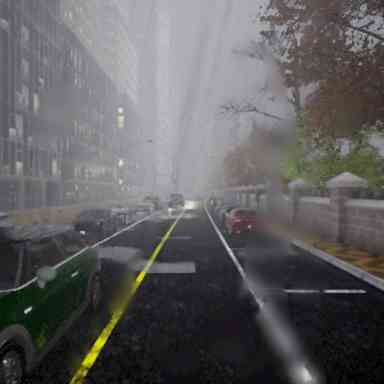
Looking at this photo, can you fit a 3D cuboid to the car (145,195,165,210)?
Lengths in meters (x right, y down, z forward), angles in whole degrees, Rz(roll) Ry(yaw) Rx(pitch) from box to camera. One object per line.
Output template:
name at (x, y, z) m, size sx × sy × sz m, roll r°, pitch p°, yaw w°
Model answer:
car at (-4.874, 1.289, 40.531) m, size 2.192 × 1.841 × 5.009 m, roll 0°, pitch 0°, yaw 1°

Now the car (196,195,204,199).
car at (2.323, 1.417, 95.443) m, size 1.895 × 1.301 × 4.718 m, roll 0°, pitch 0°, yaw 3°

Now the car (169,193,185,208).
car at (-2.216, 1.194, 47.845) m, size 2.150 × 2.045 × 5.566 m, roll 0°, pitch 0°, yaw 2°

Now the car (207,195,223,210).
car at (3.158, 1.415, 40.789) m, size 1.967 × 1.590 × 4.097 m, roll 0°, pitch 0°, yaw 1°

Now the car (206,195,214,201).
car at (4.371, 1.500, 80.276) m, size 1.887 × 1.381 × 4.507 m, roll 0°, pitch 0°, yaw 2°

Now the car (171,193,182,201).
car at (-3.675, 1.269, 79.912) m, size 2.192 × 1.841 × 5.009 m, roll 0°, pitch 0°, yaw 2°

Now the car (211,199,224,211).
car at (2.950, 1.547, 29.500) m, size 1.947 × 1.339 × 4.313 m, roll 0°, pitch 0°, yaw 1°

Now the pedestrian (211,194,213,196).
pedestrian at (3.838, 1.256, 64.580) m, size 0.375 × 1.860 × 0.375 m, roll 0°, pitch 0°, yaw 2°

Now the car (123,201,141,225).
car at (-5.157, 1.534, 23.647) m, size 2.008 × 1.369 × 4.403 m, roll 0°, pitch 0°, yaw 1°

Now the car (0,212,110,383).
car at (-2.832, 1.348, 4.675) m, size 2.097 × 1.767 × 4.553 m, roll 0°, pitch 0°, yaw 0°

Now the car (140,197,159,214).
car at (-4.985, 1.528, 34.902) m, size 2.008 × 1.369 × 4.403 m, roll 0°, pitch 0°, yaw 1°

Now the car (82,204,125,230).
car at (-5.218, 1.553, 18.011) m, size 1.947 × 1.339 × 4.313 m, roll 0°, pitch 0°, yaw 1°

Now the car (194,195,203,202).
car at (1.437, 1.481, 74.551) m, size 1.812 × 1.442 × 4.674 m, roll 0°, pitch 0°, yaw 2°

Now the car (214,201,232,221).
car at (2.871, 1.550, 23.850) m, size 1.947 × 1.339 × 4.313 m, roll 0°, pitch 0°, yaw 1°

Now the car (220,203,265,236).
car at (2.810, 1.533, 18.205) m, size 1.887 × 1.381 × 4.507 m, roll 0°, pitch 0°, yaw 1°
